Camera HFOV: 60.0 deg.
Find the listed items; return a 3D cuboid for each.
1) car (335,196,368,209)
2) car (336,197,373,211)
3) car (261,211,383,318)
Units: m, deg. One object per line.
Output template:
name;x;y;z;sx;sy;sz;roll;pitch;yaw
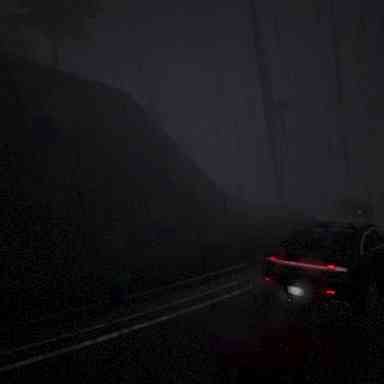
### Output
car;17.981;1.180;37.678;1.895;1.301;4.718;-1;0;6
car;12.031;1.199;24.876;1.882;1.535;5.008;0;0;16
car;3.382;1.413;7.365;2.128;1.511;4.902;0;1;43
